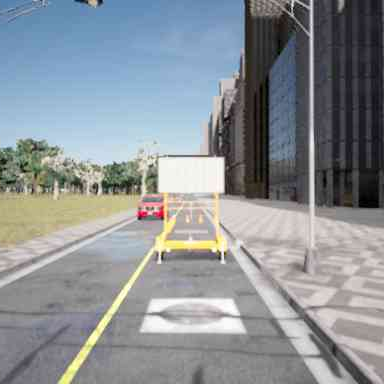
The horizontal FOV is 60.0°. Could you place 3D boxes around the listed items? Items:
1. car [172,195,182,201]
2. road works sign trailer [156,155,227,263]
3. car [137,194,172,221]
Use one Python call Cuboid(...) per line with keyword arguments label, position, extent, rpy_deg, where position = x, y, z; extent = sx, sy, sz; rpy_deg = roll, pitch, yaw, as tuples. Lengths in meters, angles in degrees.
Cuboid(label="car", position=(-3.169, 1.378, 69.124), extent=(2.097, 1.767, 4.553), rpy_deg=(0, 0, 0))
Cuboid(label="road works sign trailer", position=(-0.028, 0.468, 11.904), extent=(2.380, 3.560, 2.880), rpy_deg=(0, 0, 0))
Cuboid(label="car", position=(-3.167, 1.232, 27.763), extent=(2.150, 2.045, 5.566), rpy_deg=(0, 0, 0))
